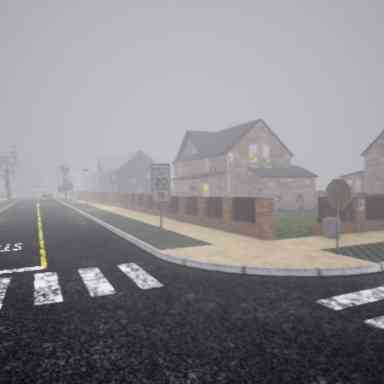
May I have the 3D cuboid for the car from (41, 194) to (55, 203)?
[{"bbox_3d":[-22.204,0.975,51.169,2.033,1.411,5.357,-2,1,-25],"label":"car"}]
